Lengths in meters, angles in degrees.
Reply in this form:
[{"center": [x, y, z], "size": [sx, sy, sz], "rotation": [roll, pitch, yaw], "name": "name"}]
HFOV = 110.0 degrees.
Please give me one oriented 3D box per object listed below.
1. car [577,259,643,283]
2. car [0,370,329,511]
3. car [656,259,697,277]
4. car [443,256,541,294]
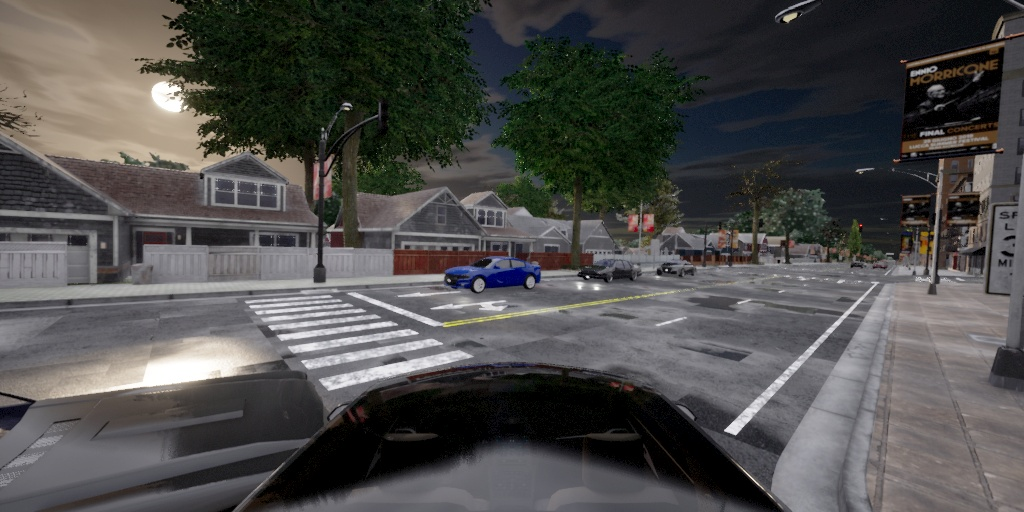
[{"center": [6.532, 0.891, 23.415], "size": [5.357, 1.411, 2.033], "rotation": [0, 3, -43], "name": "car"}, {"center": [-3.324, 1.280, 1.526], "size": [4.718, 1.301, 1.895], "rotation": [1, 2, -33], "name": "car"}, {"center": [13.883, 0.967, 30.174], "size": [4.181, 1.385, 1.994], "rotation": [0, 3, -43], "name": "car"}, {"center": [-0.788, 0.765, 16.657], "size": [5.008, 1.535, 1.882], "rotation": [0, 3, -43], "name": "car"}]
